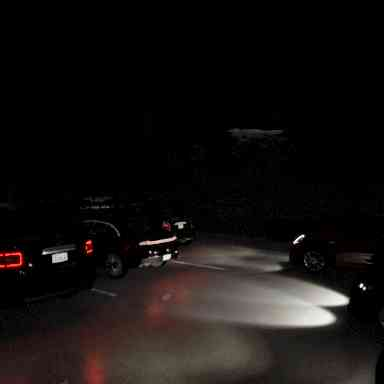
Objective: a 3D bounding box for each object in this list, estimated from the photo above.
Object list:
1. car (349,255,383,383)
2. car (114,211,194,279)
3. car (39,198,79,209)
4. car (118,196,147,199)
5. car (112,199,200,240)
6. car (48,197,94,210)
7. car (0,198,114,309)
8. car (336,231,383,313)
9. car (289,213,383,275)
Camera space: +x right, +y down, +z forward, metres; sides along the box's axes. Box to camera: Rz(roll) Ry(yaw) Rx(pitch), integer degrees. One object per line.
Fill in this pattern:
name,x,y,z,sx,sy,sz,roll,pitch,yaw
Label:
car,3.599,1.474,1.420,5.008,1.535,1.882,0,0,35
car,-2.623,1.491,10.121,4.902,1.511,2.128,0,0,36
car,-18.119,1.491,45.517,1.895,1.301,4.718,0,0,43
car,-8.669,1.405,49.850,4.902,1.511,2.128,0,0,-41
car,-2.164,1.351,14.090,4.553,1.767,2.097,0,0,35
car,-15.621,1.453,43.149,2.033,1.411,5.357,0,0,40
car,-4.508,1.221,7.194,5.566,2.045,2.150,0,0,33
car,4.650,1.564,4.965,4.181,1.385,1.994,0,0,36
car,5.024,1.352,9.009,4.553,1.767,2.097,0,0,36
